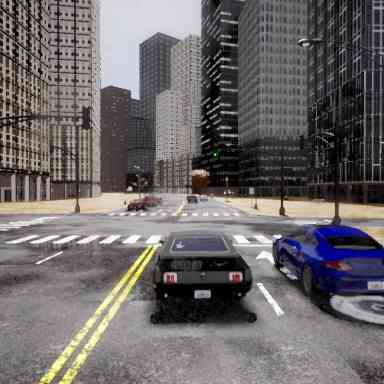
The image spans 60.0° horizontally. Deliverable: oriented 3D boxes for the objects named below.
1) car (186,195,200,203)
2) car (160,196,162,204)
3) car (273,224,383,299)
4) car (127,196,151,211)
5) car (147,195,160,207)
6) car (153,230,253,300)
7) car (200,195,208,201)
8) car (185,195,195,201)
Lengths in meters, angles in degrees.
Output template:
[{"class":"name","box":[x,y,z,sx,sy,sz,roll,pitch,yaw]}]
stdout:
[{"class":"car","box":[0.113,1.435,67.983,1.812,1.442,4.674,0,0,-2]},{"class":"car","box":[-6.482,1.416,60.852,2.128,1.511,4.902,0,0,0]},{"class":"car","box":[3.357,1.522,8.319,1.812,1.442,4.674,0,0,1]},{"class":"car","box":[-6.522,1.530,40.312,1.994,1.385,4.181,0,0,0]},{"class":"car","box":[-6.502,1.299,50.561,2.097,1.767,4.553,0,0,0]},{"class":"car","box":[0.112,1.598,8.362,1.895,1.301,4.718,0,0,-2]},{"class":"car","box":[2.849,1.397,80.515,1.812,1.442,4.674,0,0,-4]},{"class":"car","box":[-0.450,1.396,81.356,2.128,1.511,4.902,0,0,-4]}]
